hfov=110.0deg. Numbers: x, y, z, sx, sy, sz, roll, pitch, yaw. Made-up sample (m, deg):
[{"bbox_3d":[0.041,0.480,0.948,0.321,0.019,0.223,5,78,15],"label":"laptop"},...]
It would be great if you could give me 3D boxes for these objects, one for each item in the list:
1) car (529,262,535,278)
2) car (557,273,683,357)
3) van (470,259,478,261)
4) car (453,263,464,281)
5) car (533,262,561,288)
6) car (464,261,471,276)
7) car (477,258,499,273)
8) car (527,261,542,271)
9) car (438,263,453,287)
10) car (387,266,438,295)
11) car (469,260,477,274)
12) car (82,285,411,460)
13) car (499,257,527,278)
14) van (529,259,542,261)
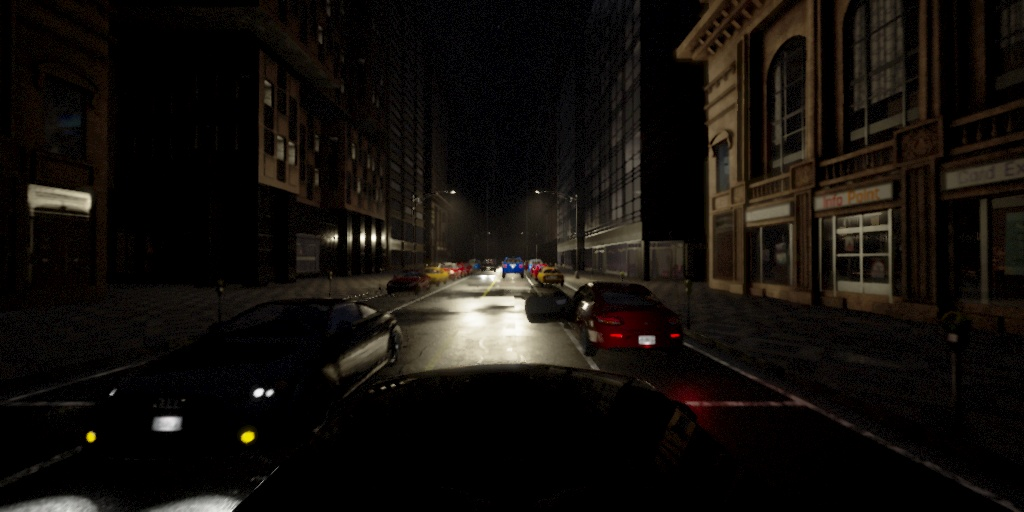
[{"bbox_3d":[2.787,1.455,31.680,1.888,1.381,4.507,0,0,0],"label":"car"},{"bbox_3d":[2.356,1.312,8.558,1.812,1.442,4.674,0,0,0],"label":"car"},{"bbox_3d":[-5.719,1.371,54.086,1.690,1.789,3.998,0,0,0],"label":"van"},{"bbox_3d":[-5.738,1.349,31.679,1.967,1.591,4.097,0,0,0],"label":"car"},{"bbox_3d":[2.782,1.405,26.248,1.751,1.417,4.829,0,0,0],"label":"car"},{"bbox_3d":[-5.734,1.485,37.280,1.888,1.381,4.507,0,0,0],"label":"car"},{"bbox_3d":[-2.963,1.324,47.137,2.128,1.511,4.902,0,0,0],"label":"car"},{"bbox_3d":[2.792,1.485,37.282,1.888,1.381,4.507,0,0,0],"label":"car"},{"bbox_3d":[-5.743,1.405,25.907,1.751,1.417,4.829,0,0,0],"label":"car"},{"bbox_3d":[-5.748,1.431,20.475,1.802,1.307,4.207,0,0,0],"label":"car"},{"bbox_3d":[-5.729,1.515,42.883,1.888,1.381,4.507,0,0,0],"label":"car"},{"bbox_3d":[-3.099,1.332,5.218,1.994,1.385,4.181,0,0,0],"label":"car"},{"bbox_3d":[0.102,1.156,36.613,2.150,2.045,5.566,0,-1,0],"label":"car"},{"bbox_3d":[2.797,1.311,42.884,1.690,1.789,3.998,0,0,0],"label":"van"}]
